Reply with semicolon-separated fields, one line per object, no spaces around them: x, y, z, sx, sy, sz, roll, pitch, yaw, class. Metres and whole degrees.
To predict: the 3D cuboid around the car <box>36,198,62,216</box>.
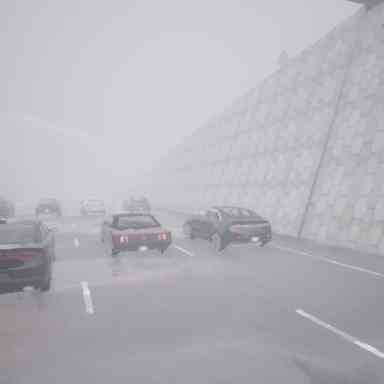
-11.892;1.213;27.595;1.812;1.442;4.674;-1;1;-21;car

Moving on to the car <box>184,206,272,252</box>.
1.178;1.293;13.052;2.128;1.511;4.902;-1;1;-21;car

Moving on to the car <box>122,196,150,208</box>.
-4.952;1.108;29.080;2.128;1.511;4.902;-1;1;-21;car

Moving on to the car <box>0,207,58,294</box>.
-4.527;1.385;8.373;1.882;1.535;5.008;-1;1;-21;car

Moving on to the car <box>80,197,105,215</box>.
-8.622;1.172;28.843;1.812;1.442;4.674;-1;1;-21;car

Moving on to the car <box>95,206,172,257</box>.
-2.314;1.436;12.391;1.895;1.301;4.718;-1;1;-21;car

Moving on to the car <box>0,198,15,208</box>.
-14.754;1.231;25.318;2.128;1.511;4.902;-1;1;-21;car
